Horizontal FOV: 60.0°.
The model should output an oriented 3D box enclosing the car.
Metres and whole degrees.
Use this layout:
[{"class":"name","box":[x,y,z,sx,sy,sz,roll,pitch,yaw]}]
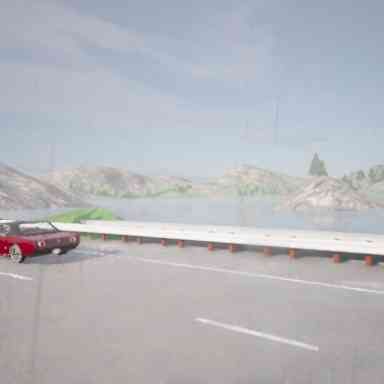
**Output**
[{"class":"car","box":[-6.405,1.711,12.273,4.718,1.301,1.895,-1,0,32]}]
